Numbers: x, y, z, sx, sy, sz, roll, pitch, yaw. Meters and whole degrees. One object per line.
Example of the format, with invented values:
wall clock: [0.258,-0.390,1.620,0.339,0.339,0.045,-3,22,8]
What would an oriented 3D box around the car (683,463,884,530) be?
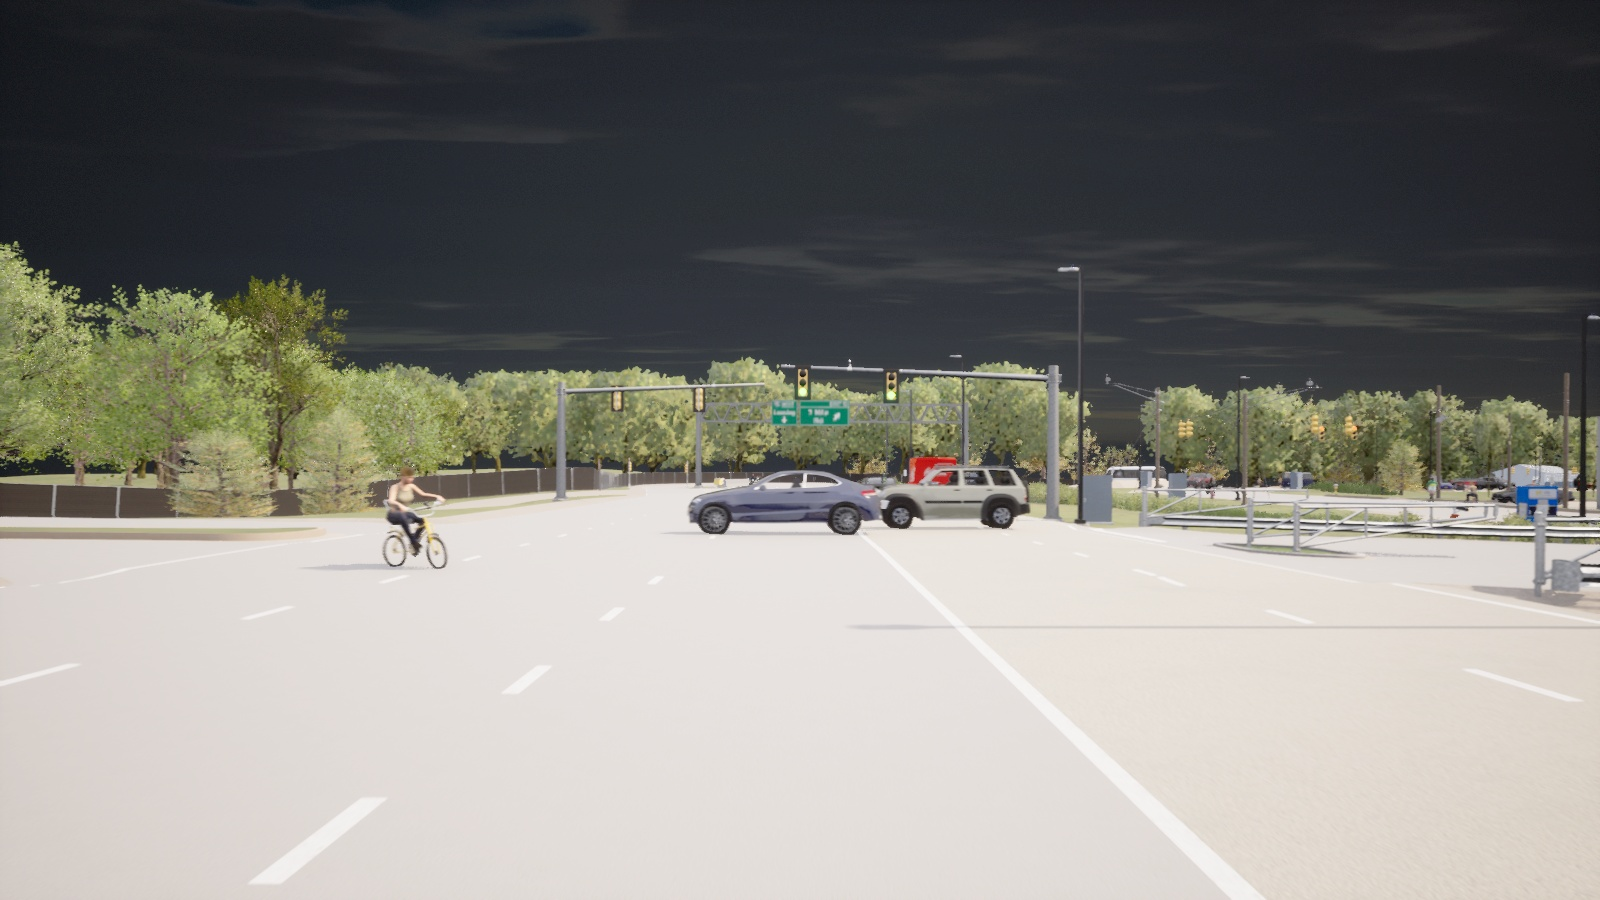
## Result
car: [-0.427,1.192,32.479,5.027,1.651,2.152,0,-1,-1]

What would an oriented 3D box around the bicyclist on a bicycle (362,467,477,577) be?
bicyclist on a bicycle: [-6.006,1.113,19.823,1.509,1.612,0.866,-1,3,32]

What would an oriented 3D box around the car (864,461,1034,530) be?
car: [4.226,1.291,36.089,4.605,1.855,1.932,-1,-1,-2]

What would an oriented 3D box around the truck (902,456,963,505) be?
truck: [6.840,1.587,65.594,2.627,2.467,5.204,0,-1,0]

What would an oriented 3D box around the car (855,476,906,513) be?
car: [3.370,1.865,53.609,1.837,1.490,4.892,0,-1,0]
